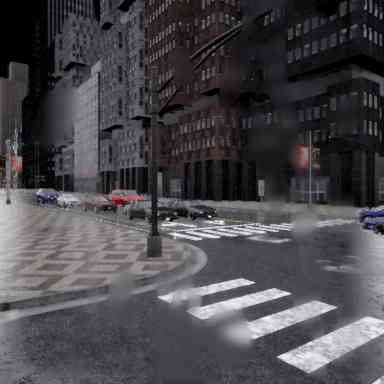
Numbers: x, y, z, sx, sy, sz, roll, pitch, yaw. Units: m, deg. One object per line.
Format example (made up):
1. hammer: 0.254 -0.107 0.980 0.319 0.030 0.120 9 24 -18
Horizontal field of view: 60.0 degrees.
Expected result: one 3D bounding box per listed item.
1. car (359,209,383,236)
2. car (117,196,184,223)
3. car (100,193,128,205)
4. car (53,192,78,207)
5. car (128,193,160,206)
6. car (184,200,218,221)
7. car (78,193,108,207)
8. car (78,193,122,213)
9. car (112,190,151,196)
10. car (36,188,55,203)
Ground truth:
1. car: 10.908 1.479 15.395 2.033 1.411 5.357 0 1 -36
2. car: -3.031 1.284 23.209 2.033 1.411 5.357 0 1 -35
3. car: -10.656 0.887 45.079 1.882 1.535 5.008 0 1 -36
4. car: -14.429 0.985 38.867 1.812 1.442 4.674 0 1 -35
5. car: -6.540 0.934 44.944 2.128 1.511 4.902 0 1 -36
6. car: -0.427 1.280 25.067 2.033 1.411 5.357 0 1 -39
7. car: -12.500 0.928 41.767 2.128 1.511 4.902 0 1 -36
8. car: -8.631 1.080 30.892 1.882 1.535 5.008 0 1 -36
9. car: -6.383 0.810 33.327 2.150 2.045 5.566 0 1 -36
10. car: -20.646 0.521 47.531 2.150 2.045 5.566 0 1 -36
